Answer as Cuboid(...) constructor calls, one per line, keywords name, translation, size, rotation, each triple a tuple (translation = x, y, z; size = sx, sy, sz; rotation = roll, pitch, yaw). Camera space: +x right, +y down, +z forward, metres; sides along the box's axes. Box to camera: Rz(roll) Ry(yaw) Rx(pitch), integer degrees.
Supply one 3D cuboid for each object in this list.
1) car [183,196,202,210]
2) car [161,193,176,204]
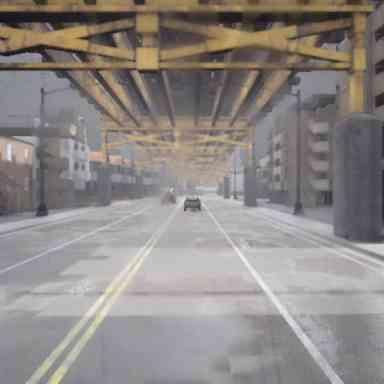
Cuboid(name="car", translation=(0.066, 1.224, 37.418), size=(2.128, 1.511, 4.902), rotation=(0, 1, 0))
Cuboid(name="car", translation=(-3.565, 0.904, 51.940), size=(2.097, 1.767, 4.553), rotation=(0, 1, 0))
